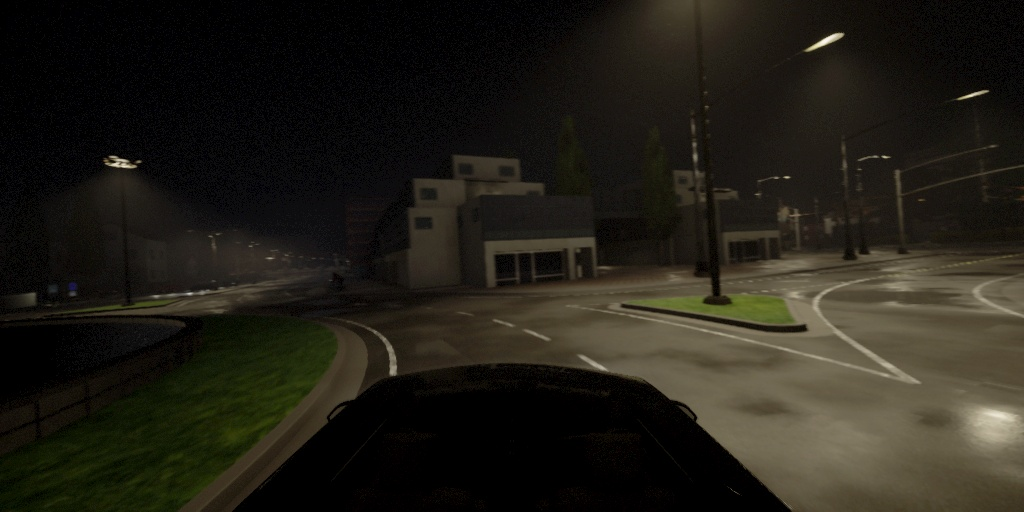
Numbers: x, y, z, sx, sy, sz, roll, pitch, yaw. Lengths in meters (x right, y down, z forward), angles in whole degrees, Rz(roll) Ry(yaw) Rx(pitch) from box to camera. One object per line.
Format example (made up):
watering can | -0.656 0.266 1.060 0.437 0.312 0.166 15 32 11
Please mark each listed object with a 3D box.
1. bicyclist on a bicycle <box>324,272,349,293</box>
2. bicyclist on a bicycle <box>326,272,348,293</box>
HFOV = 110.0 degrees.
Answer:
bicyclist on a bicycle | -14.438 2.158 29.459 0.582 1.620 1.656 -6 -2 43
bicyclist on a bicycle | -14.230 2.161 29.256 0.582 1.620 1.656 -6 -2 42
